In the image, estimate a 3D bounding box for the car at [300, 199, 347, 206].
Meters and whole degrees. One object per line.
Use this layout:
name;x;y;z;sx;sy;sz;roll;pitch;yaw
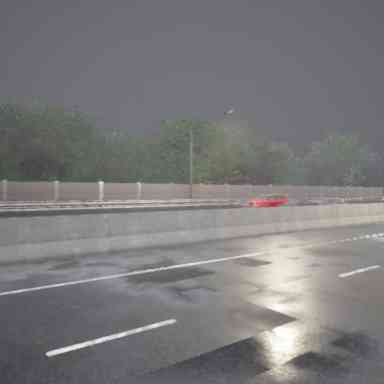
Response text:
car;12.427;1.467;30.106;4.902;1.511;2.128;0;0;-36

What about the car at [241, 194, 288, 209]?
car;8.253;1.197;35.726;5.566;2.045;2.150;0;0;-36

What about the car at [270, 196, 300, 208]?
car;10.338;1.453;32.914;5.008;1.535;1.882;0;0;-36

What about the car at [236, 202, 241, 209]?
car;7.401;1.328;39.420;4.553;1.767;2.097;0;0;-36
